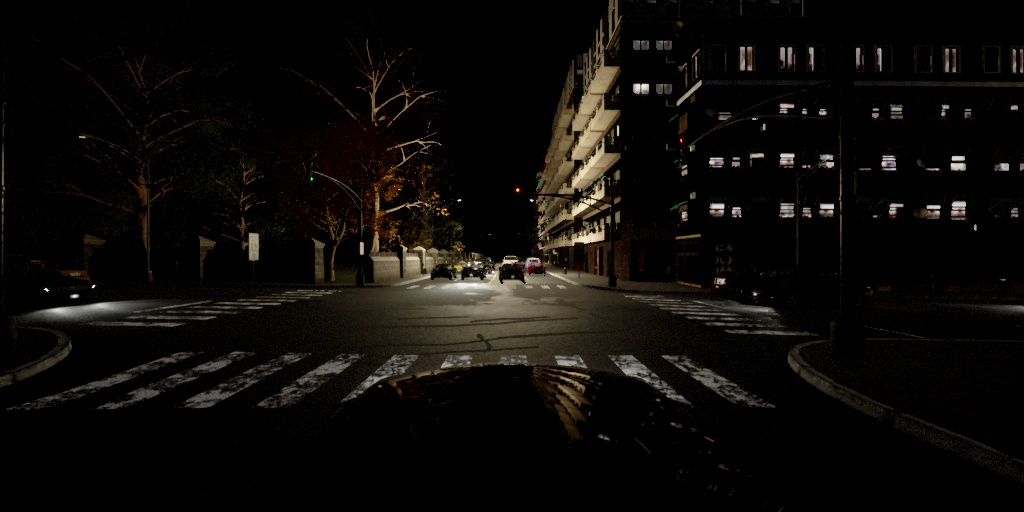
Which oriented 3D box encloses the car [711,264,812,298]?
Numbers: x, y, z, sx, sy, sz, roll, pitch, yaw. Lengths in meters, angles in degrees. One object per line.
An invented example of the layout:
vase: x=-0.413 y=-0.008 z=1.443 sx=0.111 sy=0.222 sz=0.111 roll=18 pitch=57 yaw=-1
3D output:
car: x=13.359 y=1.353 z=18.998 sx=5.009 sy=1.841 sz=2.192 roll=0 pitch=0 yaw=-1

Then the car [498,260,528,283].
car: x=-0.018 y=1.287 z=27.780 sx=1.812 sy=1.442 sz=4.674 roll=0 pitch=0 yaw=-2

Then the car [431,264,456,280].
car: x=-5.847 y=1.329 z=31.235 sx=1.948 sy=1.339 sz=4.313 roll=0 pitch=0 yaw=0

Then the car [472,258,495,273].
car: x=-3.307 y=1.278 z=41.364 sx=1.837 sy=1.490 sz=4.892 roll=0 pitch=0 yaw=0

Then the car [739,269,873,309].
car: x=13.532 y=1.536 z=16.412 sx=4.892 sy=1.490 sz=1.837 roll=1 pitch=0 yaw=-1

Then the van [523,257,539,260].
van: x=2.472 y=1.115 z=42.541 sx=1.690 sy=1.789 sz=3.998 roll=0 pitch=0 yaw=0

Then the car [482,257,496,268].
car: x=-3.357 y=1.278 z=51.776 sx=2.128 sy=1.511 sz=4.902 roll=0 pitch=0 yaw=0

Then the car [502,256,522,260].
car: x=-0.162 y=1.008 z=49.869 sx=2.150 sy=2.045 sz=5.566 roll=0 pitch=0 yaw=0

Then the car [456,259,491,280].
car: x=-3.250 y=1.255 z=31.066 sx=2.128 sy=1.511 sz=4.902 roll=0 pitch=0 yaw=0

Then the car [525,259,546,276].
car: x=2.503 y=1.314 z=36.910 sx=1.888 sy=1.381 sz=4.507 roll=0 pitch=0 yaw=0

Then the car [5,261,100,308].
car: x=-18.225 y=0.996 z=12.736 sx=5.357 sy=1.411 sz=2.033 roll=1 pitch=0 yaw=-1
